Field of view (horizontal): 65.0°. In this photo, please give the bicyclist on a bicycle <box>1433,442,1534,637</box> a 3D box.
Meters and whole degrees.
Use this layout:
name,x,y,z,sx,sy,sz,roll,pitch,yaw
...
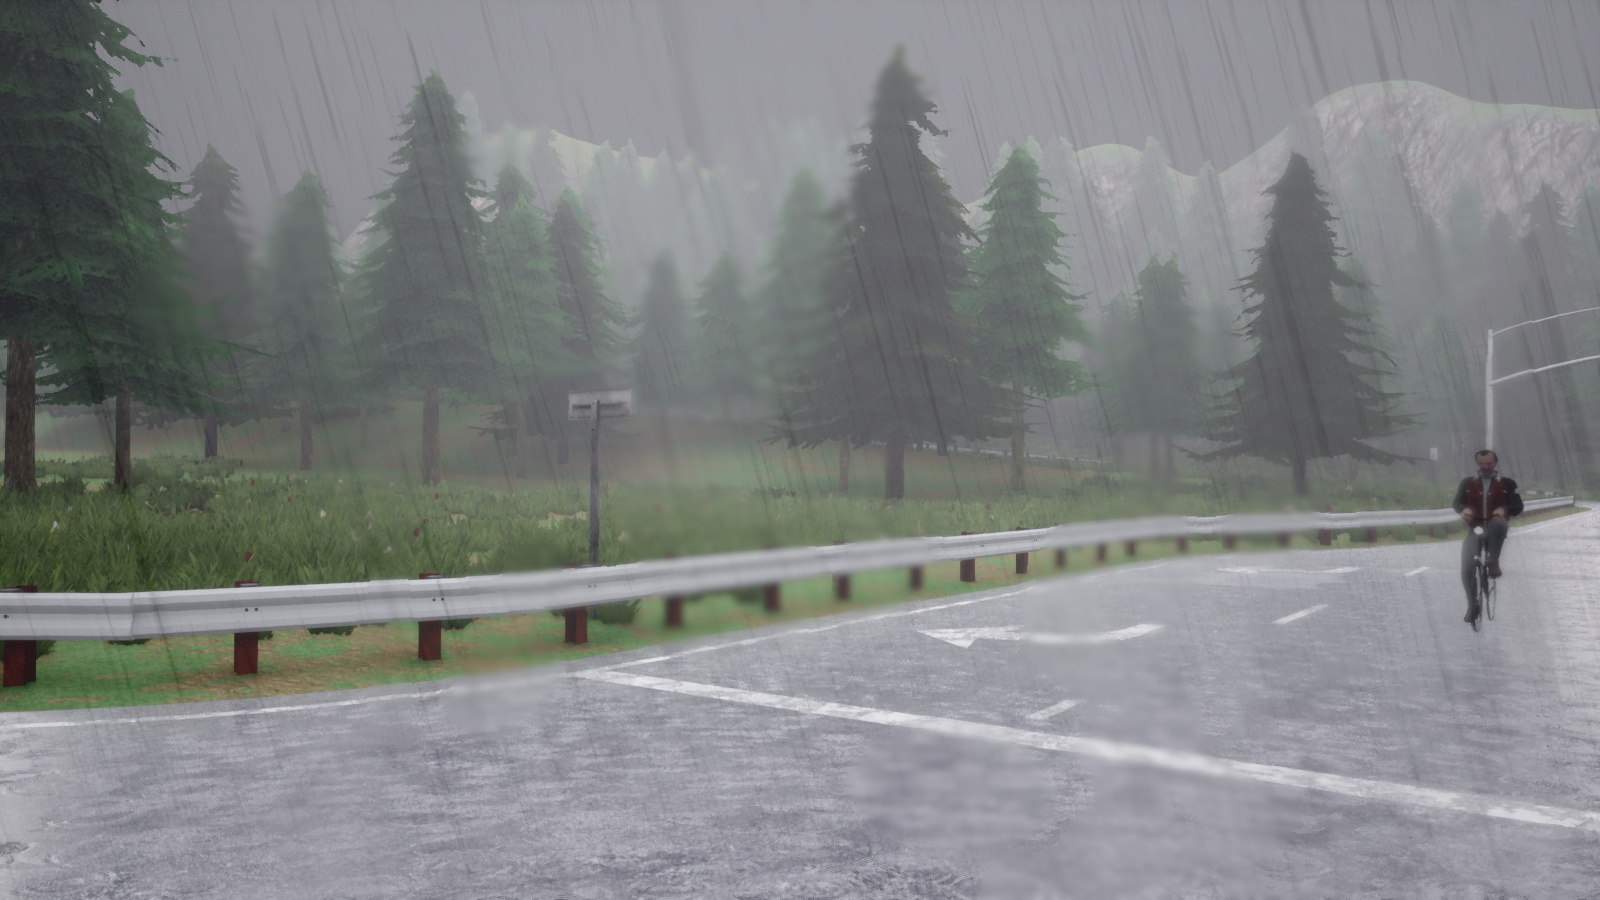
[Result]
name,x,y,z,sx,sy,sz,roll,pitch,yaw
bicyclist on a bicycle,6.754,0.830,12.365,0.659,1.776,1.843,-1,-1,35
